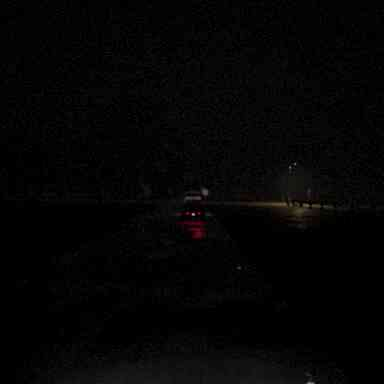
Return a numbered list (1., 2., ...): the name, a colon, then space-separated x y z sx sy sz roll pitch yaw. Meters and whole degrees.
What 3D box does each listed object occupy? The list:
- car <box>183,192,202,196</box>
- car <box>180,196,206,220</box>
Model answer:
1. car: 0.057 0.989 43.751 2.150 2.045 5.566 0 0 0
2. car: 0.101 1.372 26.864 1.837 1.490 4.892 0 1 0
